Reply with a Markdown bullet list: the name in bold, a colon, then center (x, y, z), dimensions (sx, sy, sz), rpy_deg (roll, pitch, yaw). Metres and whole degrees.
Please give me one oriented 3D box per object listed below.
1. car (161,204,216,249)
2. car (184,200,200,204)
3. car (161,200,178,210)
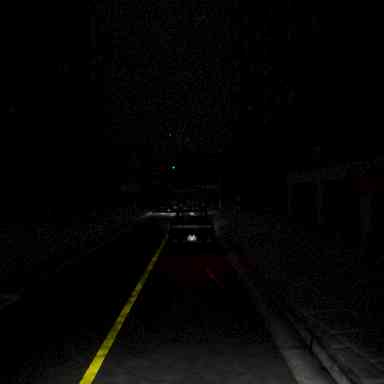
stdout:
- **car**: center (0.000, 1.495, 14.650), dimensions (2.128, 1.511, 4.902), rpy_deg (0, 0, 0)
- **car**: center (0.000, 1.515, 29.650), dimensions (1.837, 1.490, 4.892), rpy_deg (0, 0, 0)
- **car**: center (-2.500, 1.599, 38.650), dimensions (2.033, 1.411, 5.357), rpy_deg (0, 0, 0)
